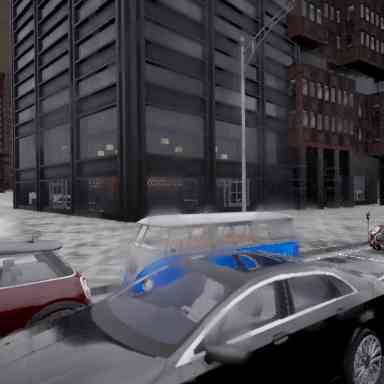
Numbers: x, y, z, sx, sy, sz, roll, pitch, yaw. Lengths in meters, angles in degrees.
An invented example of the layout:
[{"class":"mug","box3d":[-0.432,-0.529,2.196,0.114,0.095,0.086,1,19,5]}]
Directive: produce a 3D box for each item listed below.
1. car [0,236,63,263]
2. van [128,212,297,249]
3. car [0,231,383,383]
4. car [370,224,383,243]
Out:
[{"class":"car","box3d":[-3.440,1.440,4.209,4.097,1.590,1.967,0,-1,-36]},{"class":"van","box3d":[0.534,1.339,7.052,3.998,1.788,1.690,0,-1,-36]},{"class":"car","box3d":[0.287,1.491,3.587,4.902,1.511,2.128,0,0,-36]},{"class":"car","box3d":[8.629,1.434,12.839,4.097,1.590,1.967,0,-1,-36]}]
